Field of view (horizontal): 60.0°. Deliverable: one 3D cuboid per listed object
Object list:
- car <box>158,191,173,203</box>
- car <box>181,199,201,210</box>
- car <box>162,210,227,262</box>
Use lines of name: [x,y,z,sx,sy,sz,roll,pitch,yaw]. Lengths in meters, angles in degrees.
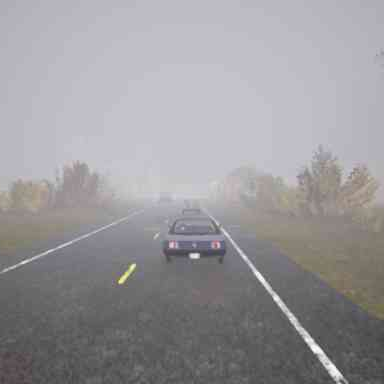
car: [-4.488,0.857,56.764,2.150,2.045,5.566,0,0,-3]
car: [-0.096,1.357,32.833,2.033,1.411,5.357,0,0,-1]
car: [0.089,1.541,11.771,1.895,1.301,4.718,0,0,0]
